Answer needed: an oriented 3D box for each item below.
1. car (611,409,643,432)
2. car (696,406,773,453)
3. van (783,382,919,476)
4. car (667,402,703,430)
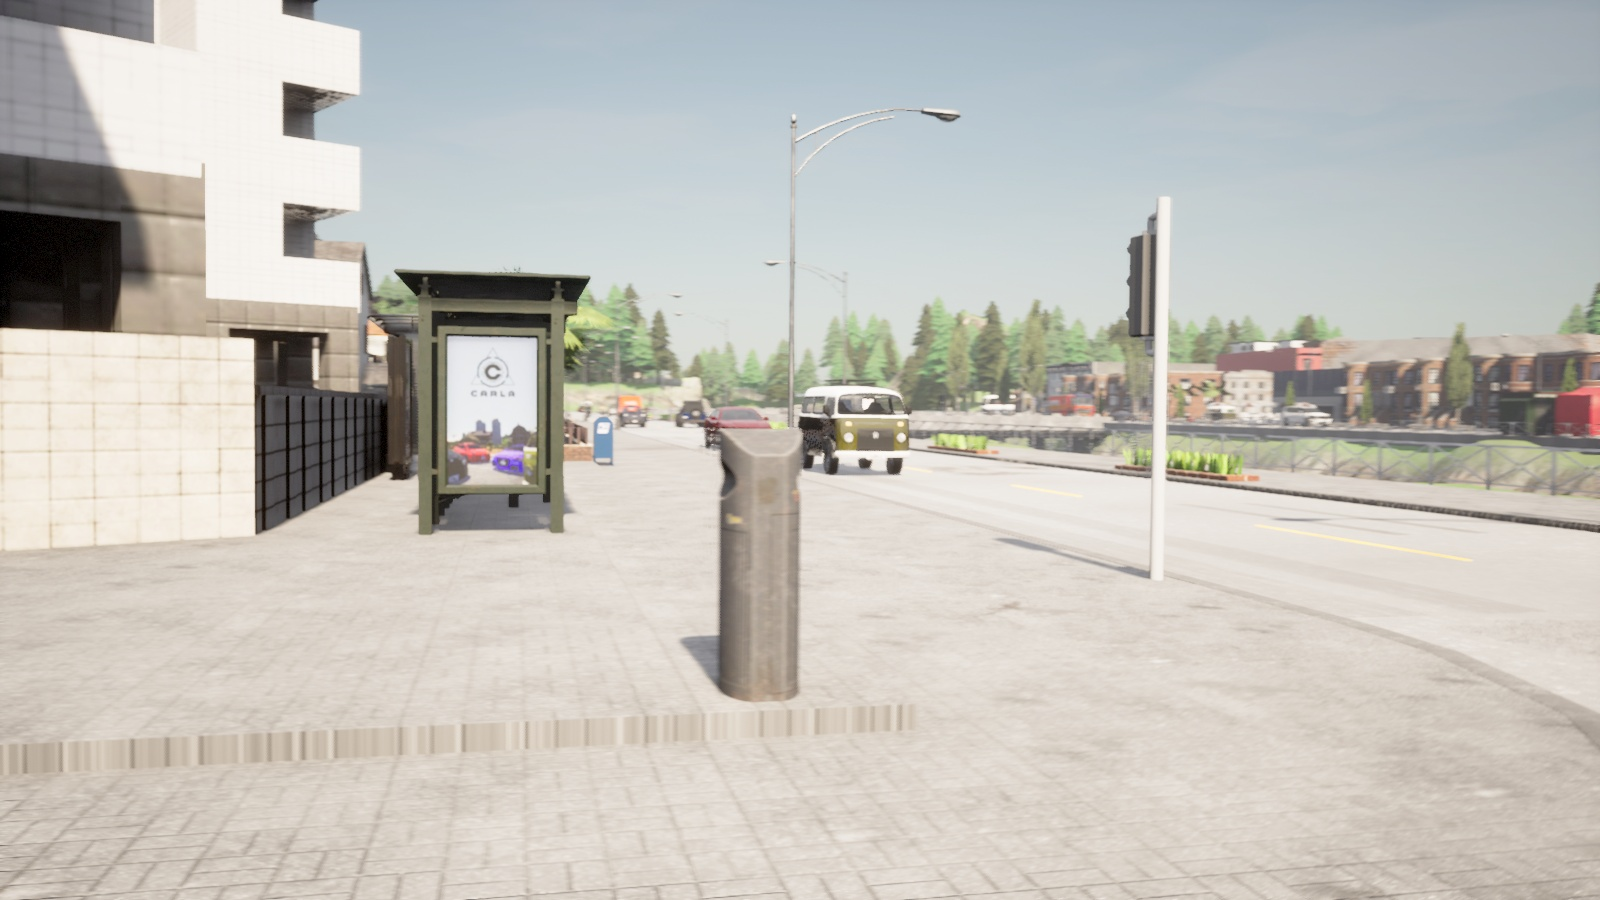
[{"bbox_3d":[-11.775,-2.052,85.308,1.845,1.501,3.633,-1,2,-13],"label":"car"},{"bbox_3d":[-2.417,-0.777,44.919,1.882,1.535,5.008,-1,2,-13],"label":"car"},{"bbox_3d":[1.110,-0.537,29.679,2.069,2.038,4.480,-1,2,-13],"label":"van"},{"bbox_3d":[-7.936,-2.356,86.443,1.905,1.878,3.866,-1,2,-13],"label":"car"}]
